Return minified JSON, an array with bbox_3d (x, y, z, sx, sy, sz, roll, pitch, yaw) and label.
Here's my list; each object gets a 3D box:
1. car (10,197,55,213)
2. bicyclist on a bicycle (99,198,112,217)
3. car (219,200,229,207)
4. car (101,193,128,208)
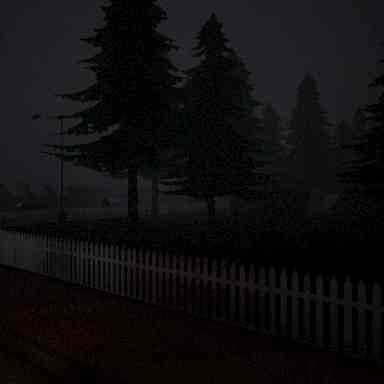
[{"bbox_3d":[-18.052,1.352,37.661,2.097,1.767,4.553,0,0,34],"label":"car"},{"bbox_3d":[-7.200,1.302,27.864,1.656,1.620,0.582,0,0,34],"label":"bicyclist on a bicycle"},{"bbox_3d":[4.278,1.221,51.479,2.150,2.045,5.566,0,0,34],"label":"car"},{"bbox_3d":[-10.646,1.219,48.535,2.150,2.045,5.566,0,0,34],"label":"car"}]
